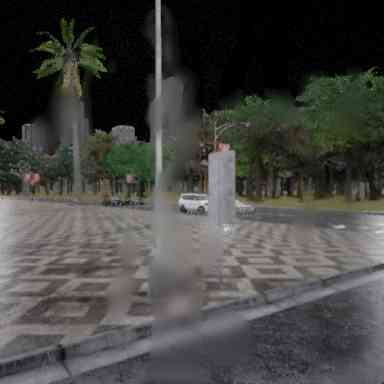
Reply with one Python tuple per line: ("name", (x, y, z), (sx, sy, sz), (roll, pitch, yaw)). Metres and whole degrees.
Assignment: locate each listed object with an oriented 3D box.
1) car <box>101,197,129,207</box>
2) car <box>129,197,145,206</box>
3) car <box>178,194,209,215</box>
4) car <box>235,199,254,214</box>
("car", (-12.236, 1.484, 51.417), (2.033, 1.411, 5.357), (0, 0, -38))
("car", (-9.209, 1.484, 52.805), (1.994, 1.385, 4.181), (0, 0, -38))
("car", (0.760, 1.194, 33.842), (2.150, 2.045, 5.566), (0, 0, -35))
("car", (4.303, 1.480, 34.460), (1.812, 1.442, 4.674), (0, 0, -35))
